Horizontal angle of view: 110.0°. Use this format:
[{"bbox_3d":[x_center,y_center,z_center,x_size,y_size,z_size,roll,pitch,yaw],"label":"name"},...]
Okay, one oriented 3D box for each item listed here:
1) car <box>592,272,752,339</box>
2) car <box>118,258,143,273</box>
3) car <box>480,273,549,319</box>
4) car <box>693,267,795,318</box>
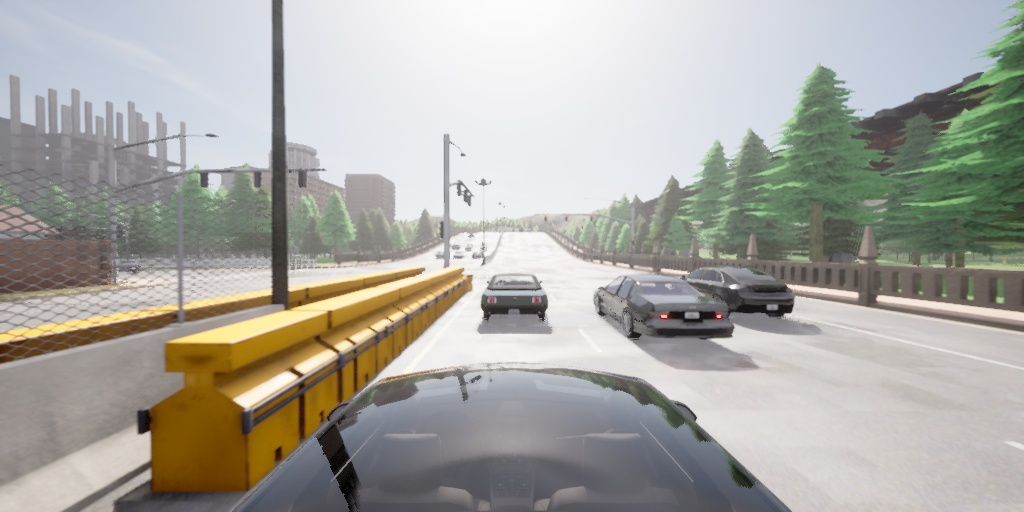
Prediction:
[{"bbox_3d":[3.561,1.179,9.572,2.033,1.411,5.357,0,1,0],"label":"car"},{"bbox_3d":[-34.555,0.876,30.915,4.181,1.385,1.994,0,1,2],"label":"car"},{"bbox_3d":[0.074,1.198,11.933,1.895,1.301,4.718,0,1,0],"label":"car"},{"bbox_3d":[7.074,1.099,12.142,1.837,1.490,4.892,0,1,0],"label":"car"}]
